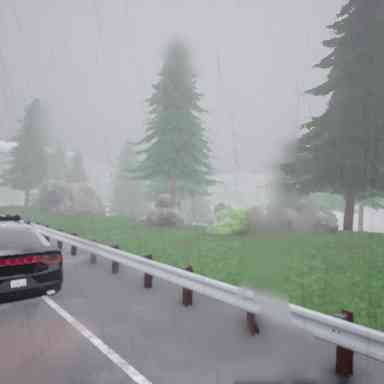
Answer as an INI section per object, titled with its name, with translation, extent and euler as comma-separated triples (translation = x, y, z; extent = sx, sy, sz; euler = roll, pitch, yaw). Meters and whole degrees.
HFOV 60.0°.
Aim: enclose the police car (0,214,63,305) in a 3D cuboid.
[police car]
translation = -4.661, 1.352, 7.743
extent = 1.930, 1.638, 5.238
euler = 0, 0, -40
